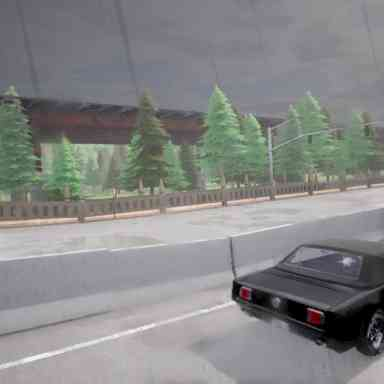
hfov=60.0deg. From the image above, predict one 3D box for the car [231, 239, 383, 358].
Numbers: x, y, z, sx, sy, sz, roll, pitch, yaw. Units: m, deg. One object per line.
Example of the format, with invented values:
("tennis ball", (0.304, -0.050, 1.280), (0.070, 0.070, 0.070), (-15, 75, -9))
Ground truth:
("car", (3.028, 1.517, 5.924), (4.718, 1.301, 1.895), (-2, 1, -36))
